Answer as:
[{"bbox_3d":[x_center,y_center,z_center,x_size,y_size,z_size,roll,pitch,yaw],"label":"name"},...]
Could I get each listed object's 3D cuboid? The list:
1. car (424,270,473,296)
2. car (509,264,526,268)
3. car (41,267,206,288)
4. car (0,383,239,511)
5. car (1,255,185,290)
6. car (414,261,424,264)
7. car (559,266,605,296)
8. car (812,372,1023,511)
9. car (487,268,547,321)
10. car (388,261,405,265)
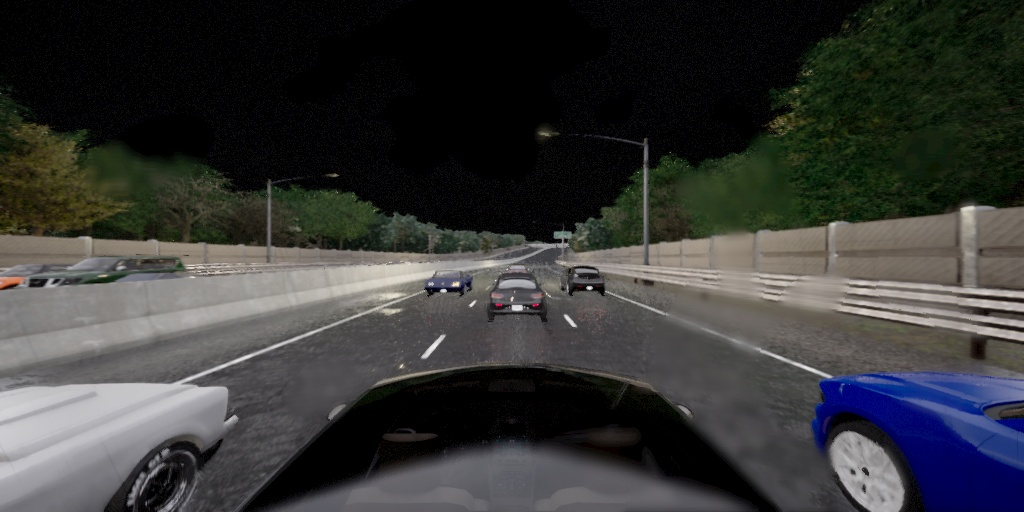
[{"bbox_3d":[-3.247,1.389,19.414,1.895,1.301,4.718,0,0,1],"label":"car"},{"bbox_3d":[0.479,1.397,30.425,2.033,1.411,5.357,0,0,1],"label":"car"},{"bbox_3d":[-14.021,1.312,14.209,2.033,1.411,5.357,0,0,1],"label":"car"},{"bbox_3d":[-3.393,1.349,1.062,1.895,1.301,4.718,0,0,0],"label":"car"},{"bbox_3d":[-17.498,0.989,15.895,2.150,2.045,5.566,0,0,1],"label":"car"},{"bbox_3d":[-16.013,1.645,60.516,1.812,1.442,4.674,0,-1,3],"label":"car"},{"bbox_3d":[3.760,1.298,19.640,1.837,1.490,4.892,0,0,1],"label":"car"},{"bbox_3d":[3.609,1.229,1.123,1.882,1.535,5.008,0,0,0],"label":"car"},{"bbox_3d":[0.170,1.292,12.348,1.812,1.442,4.674,0,0,1],"label":"car"},{"bbox_3d":[-19.508,1.598,60.690,2.128,1.511,4.902,0,-1,3],"label":"car"}]
